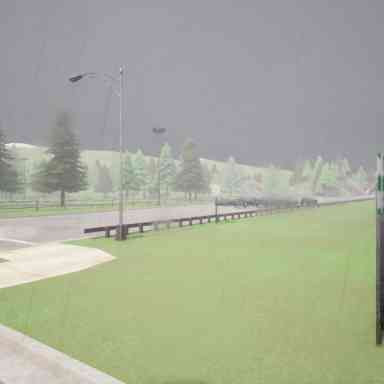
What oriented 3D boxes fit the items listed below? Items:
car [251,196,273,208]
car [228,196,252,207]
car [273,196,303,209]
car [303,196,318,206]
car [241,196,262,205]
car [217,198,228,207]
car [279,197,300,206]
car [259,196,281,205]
[{"bbox_3d":[10.903,1.505,48.524,1.837,1.490,4.892,0,0,35],"label":"car"},{"bbox_3d":[8.035,1.491,50.530,2.128,1.511,4.902,0,0,35],"label":"car"},{"bbox_3d":[13.265,1.505,45.806,1.837,1.490,4.892,0,0,35],"label":"car"},{"bbox_3d":[19.129,1.505,54.266,1.837,1.490,4.892,0,0,35],"label":"car"},{"bbox_3d":[11.002,1.478,60.965,1.882,1.535,5.008,0,0,35],"label":"car"},{"bbox_3d":[5.338,1.564,52.767,1.994,1.385,4.181,0,0,35],"label":"car"},{"bbox_3d":[16.754,1.601,56.976,1.895,1.301,4.718,0,0,35],"label":"car"},{"bbox_3d":[13.869,1.491,58.958,2.128,1.511,4.902,0,0,35],"label":"car"}]
